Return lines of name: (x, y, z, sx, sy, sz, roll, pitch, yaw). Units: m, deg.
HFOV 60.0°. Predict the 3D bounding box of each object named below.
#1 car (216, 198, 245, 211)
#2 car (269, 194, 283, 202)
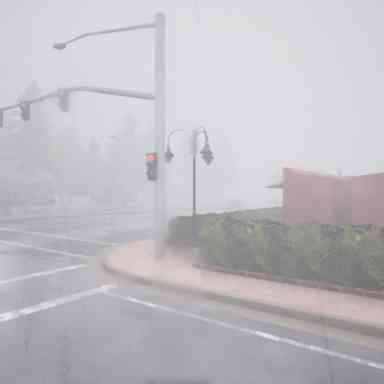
car: (4.771, 1.530, 41.309, 2.128, 1.511, 4.902, 0, 0, 36)
car: (14.229, 1.048, 54.135, 2.097, 1.767, 4.553, 0, 0, 36)
